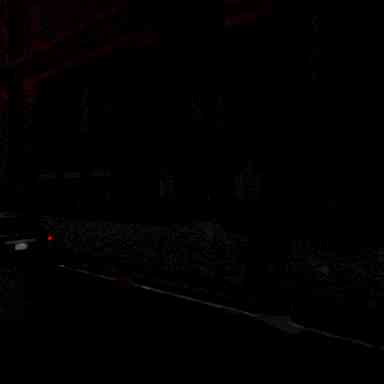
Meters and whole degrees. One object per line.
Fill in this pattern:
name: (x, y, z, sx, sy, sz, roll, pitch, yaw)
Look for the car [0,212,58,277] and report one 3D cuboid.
car: (-5.842, 1.366, 9.506, 4.553, 1.767, 2.097, 0, 0, 39)
